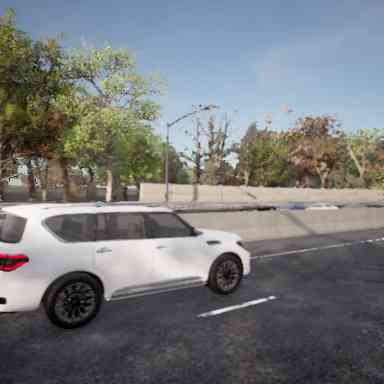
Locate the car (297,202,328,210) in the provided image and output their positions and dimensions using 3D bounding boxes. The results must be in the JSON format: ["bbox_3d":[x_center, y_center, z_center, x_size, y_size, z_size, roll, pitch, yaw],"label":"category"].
[{"bbox_3d":[13.591,1.911,35.172,4.674,1.442,1.812,1,-1,-35],"label":"car"}]

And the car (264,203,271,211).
[{"bbox_3d":[7.978,1.960,39.539,4.718,1.301,1.895,1,-1,-37],"label":"car"}]

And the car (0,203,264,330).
[{"bbox_3d":[-1.250,1.260,7.186,5.566,2.045,2.150,0,0,-35],"label":"car"}]

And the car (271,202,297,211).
[{"bbox_3d":[11.549,1.911,38.015,4.674,1.442,1.812,1,-1,-35],"label":"car"}]

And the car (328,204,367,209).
[{"bbox_3d":[15.652,1.912,32.344,4.674,1.442,1.812,1,-1,-35],"label":"car"}]
